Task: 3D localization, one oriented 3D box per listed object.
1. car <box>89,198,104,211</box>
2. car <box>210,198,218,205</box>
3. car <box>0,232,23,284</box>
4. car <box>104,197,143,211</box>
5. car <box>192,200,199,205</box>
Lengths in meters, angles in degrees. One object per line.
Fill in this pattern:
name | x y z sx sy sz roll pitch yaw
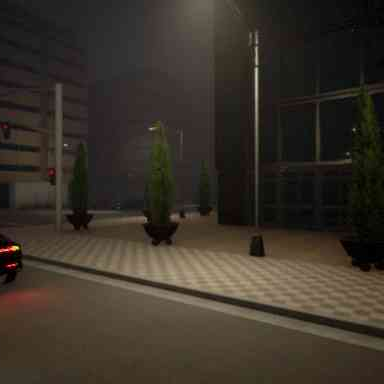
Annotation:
car | -11.353 1.547 43.017 1.882 1.535 5.008 0 0 35
car | 4.879 1.669 59.814 1.895 1.301 4.718 0 0 35
car | -6.176 1.493 8.379 4.902 1.511 2.128 0 0 36
car | -8.202 1.420 41.414 2.097 1.767 4.553 0 0 35
car | 2.017 1.671 61.829 1.895 1.301 4.718 0 0 35
